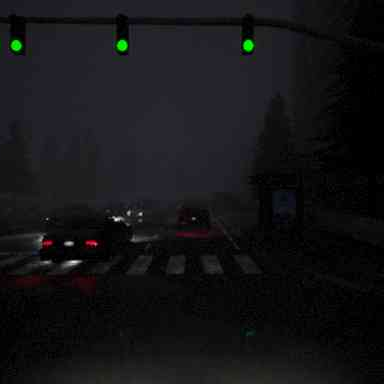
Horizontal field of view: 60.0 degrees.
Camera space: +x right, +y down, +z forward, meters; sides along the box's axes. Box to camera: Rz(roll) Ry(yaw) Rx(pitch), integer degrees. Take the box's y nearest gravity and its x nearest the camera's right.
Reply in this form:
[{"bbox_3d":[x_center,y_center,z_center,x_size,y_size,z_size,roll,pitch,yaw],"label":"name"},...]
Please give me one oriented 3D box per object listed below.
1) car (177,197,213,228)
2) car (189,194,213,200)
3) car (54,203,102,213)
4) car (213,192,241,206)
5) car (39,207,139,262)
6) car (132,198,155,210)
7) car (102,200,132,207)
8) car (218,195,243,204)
[{"bbox_3d":[0.092,1.342,21.243,1.882,1.535,5.008,0,0,0],"label":"car"},{"bbox_3d":[0.737,1.213,48.654,1.882,1.535,5.008,0,0,30],"label":"car"},{"bbox_3d":[-7.095,1.420,19.986,1.812,1.442,4.674,0,0,0],"label":"car"},{"bbox_3d":[4.731,0.945,48.682,2.150,2.045,5.566,0,0,30],"label":"car"},{"bbox_3d":[-3.403,1.466,11.698,2.033,1.411,5.357,0,0,0],"label":"car"},{"bbox_3d":[-6.020,1.399,40.107,1.895,1.301,4.718,0,0,12],"label":"car"},{"bbox_3d":[-7.008,1.412,29.865,1.994,1.385,4.181,0,0,1],"label":"car"},{"bbox_3d":[6.597,1.203,57.124,1.812,1.442,4.674,0,0,44],"label":"car"}]
